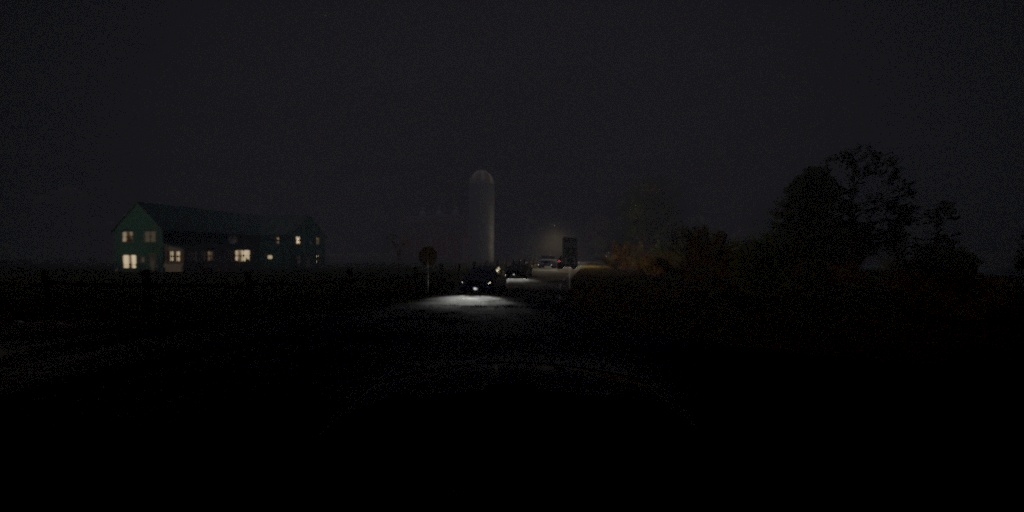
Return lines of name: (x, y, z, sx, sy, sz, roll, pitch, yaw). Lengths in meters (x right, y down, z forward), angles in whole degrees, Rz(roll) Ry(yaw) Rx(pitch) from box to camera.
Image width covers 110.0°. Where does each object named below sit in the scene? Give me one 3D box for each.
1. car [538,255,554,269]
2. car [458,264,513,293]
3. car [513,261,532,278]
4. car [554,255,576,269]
car: (5.221, 0.810, 52.700, 2.150, 2.045, 5.566, 0, 0, 13)
car: (-1.466, 1.220, 20.357, 2.033, 1.411, 5.357, 0, 0, 8)
car: (0.697, 1.183, 32.939, 2.033, 1.411, 5.357, 0, 0, 12)
car: (7.755, 0.830, 51.319, 2.150, 2.045, 5.566, 0, 0, 13)
